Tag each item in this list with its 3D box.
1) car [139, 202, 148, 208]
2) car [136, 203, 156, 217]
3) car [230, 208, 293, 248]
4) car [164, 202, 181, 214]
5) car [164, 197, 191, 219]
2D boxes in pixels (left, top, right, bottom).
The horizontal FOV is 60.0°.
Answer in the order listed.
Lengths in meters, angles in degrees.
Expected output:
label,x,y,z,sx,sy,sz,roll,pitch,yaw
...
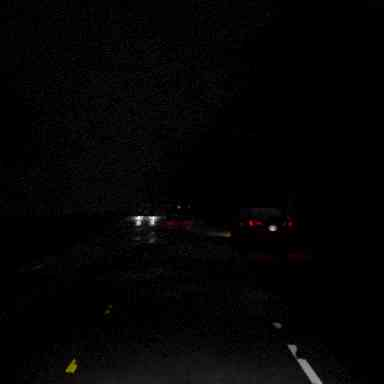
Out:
label,x,y,z,sx,sy,sz,roll,pitch,yaw
car,-11.509,3.133,78.764,1.994,1.385,4.181,0,-3,-12
car,-5.077,1.934,37.194,1.812,1.442,4.674,0,-1,-6
car,2.926,1.411,14.774,2.163,1.488,4.792,0,0,-2
car,-2.691,2.104,44.430,2.033,1.411,5.357,0,-1,-7
car,-1.388,1.521,32.508,2.150,2.045,5.566,0,-1,-5
